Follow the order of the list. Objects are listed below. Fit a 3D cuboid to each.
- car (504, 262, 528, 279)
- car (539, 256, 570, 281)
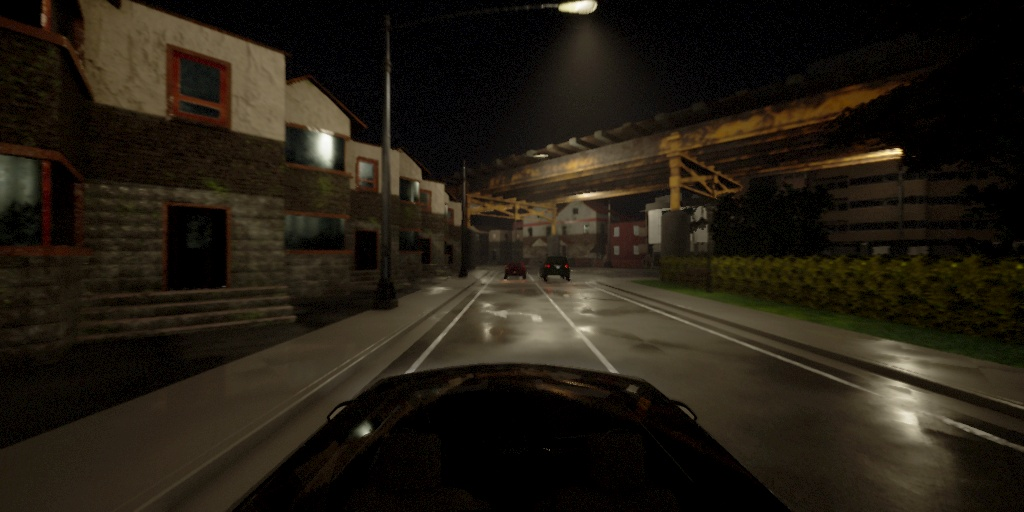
[{"bbox_3d":[0.407,1.240,32.819,1.882,1.535,5.008,0,0,4],"label":"car"},{"bbox_3d":[3.575,0.983,30.522,2.150,2.045,5.566,0,0,0],"label":"car"}]
